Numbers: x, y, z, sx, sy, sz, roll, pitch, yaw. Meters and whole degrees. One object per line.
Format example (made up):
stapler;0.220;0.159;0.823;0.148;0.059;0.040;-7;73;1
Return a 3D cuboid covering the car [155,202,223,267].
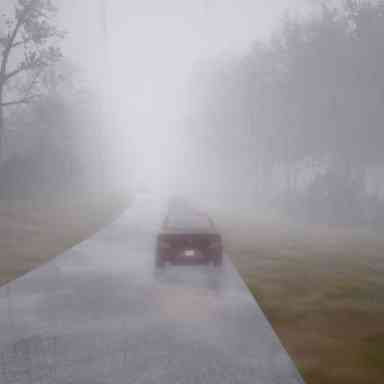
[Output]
car;-0.140;1.356;11.026;1.882;1.535;5.008;0;2;-2

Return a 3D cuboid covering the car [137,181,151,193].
car;-7.326;-0.783;50.623;2.097;1.767;4.553;2;3;-11

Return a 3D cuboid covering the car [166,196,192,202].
car;-0.942;0.999;24.919;2.033;1.411;5.357;0;2;-5
